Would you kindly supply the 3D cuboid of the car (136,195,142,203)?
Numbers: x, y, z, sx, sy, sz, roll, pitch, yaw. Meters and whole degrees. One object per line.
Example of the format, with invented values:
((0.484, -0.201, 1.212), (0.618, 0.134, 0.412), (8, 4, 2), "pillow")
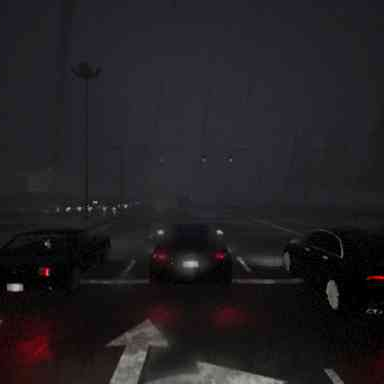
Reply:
((-12.361, 1.460, 72.656), (2.097, 1.767, 4.553), (0, 0, 0), "car")

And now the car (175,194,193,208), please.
((-0.996, 1.421, 48.504), (2.097, 1.767, 4.553), (0, 0, 0), "car")

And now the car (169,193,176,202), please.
((-4.322, 1.334, 79.533), (2.150, 2.045, 5.566), (0, 0, 0), "car")

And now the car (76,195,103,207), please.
((-16.046, 1.582, 52.144), (1.837, 1.490, 4.892), (0, 0, 1), "car")

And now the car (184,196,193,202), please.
((-0.820, 1.634, 79.875), (2.128, 1.511, 4.902), (0, 0, 0), "car")

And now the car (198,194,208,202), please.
((2.680, 1.463, 79.809), (2.097, 1.767, 4.553), (0, 0, 0), "car")

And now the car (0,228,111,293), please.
((-3.536, 1.614, 8.839), (1.895, 1.301, 4.718), (0, 0, -1), "car")

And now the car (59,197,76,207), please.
((-19.535, 1.557, 53.030), (1.882, 1.535, 5.008), (0, 0, 1), "car")

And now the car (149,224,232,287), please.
((-0.042, 1.577, 9.379), (1.994, 1.385, 4.181), (0, 0, 0), "car")

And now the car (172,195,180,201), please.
((-4.272, 1.605, 89.927), (1.994, 1.385, 4.181), (0, 0, 0), "car")

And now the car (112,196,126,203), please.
((-15.863, 1.583, 72.203), (1.882, 1.535, 5.008), (0, 0, 0), "car")

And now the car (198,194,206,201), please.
((2.728, 1.406, 89.885), (2.097, 1.767, 4.553), (0, 0, 0), "car")

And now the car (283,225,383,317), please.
((3.495, 1.516, 7.523), (1.837, 1.490, 4.892), (0, 0, 0), "car")

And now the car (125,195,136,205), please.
((-12.418, 1.583, 62.519), (2.128, 1.511, 4.902), (0, 0, 0), "car")

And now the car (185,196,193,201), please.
((-0.772, 1.648, 89.970), (1.895, 1.301, 4.718), (0, 0, 0), "car")

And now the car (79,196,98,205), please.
((-19.418, 1.571, 62.501), (1.882, 1.535, 5.008), (0, 0, 0), "car")

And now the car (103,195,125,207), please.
((-12.541, 1.583, 53.146), (1.837, 1.490, 4.892), (0, 0, 1), "car")
